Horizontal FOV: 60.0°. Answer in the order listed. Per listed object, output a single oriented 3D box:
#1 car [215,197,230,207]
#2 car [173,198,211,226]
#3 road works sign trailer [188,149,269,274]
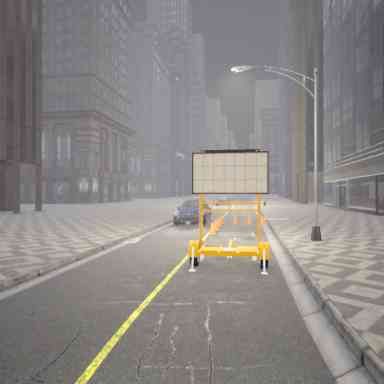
[{"bbox_3d":[4.580,1.473,49.621,1.994,1.385,4.181,0,0,9],"label":"car"},{"bbox_3d":[0.101,1.336,22.968,2.097,1.767,4.553,0,0,9],"label":"car"},{"bbox_3d":[1.215,0.459,10.625,2.380,3.560,2.880,0,0,9],"label":"road works sign trailer"}]
